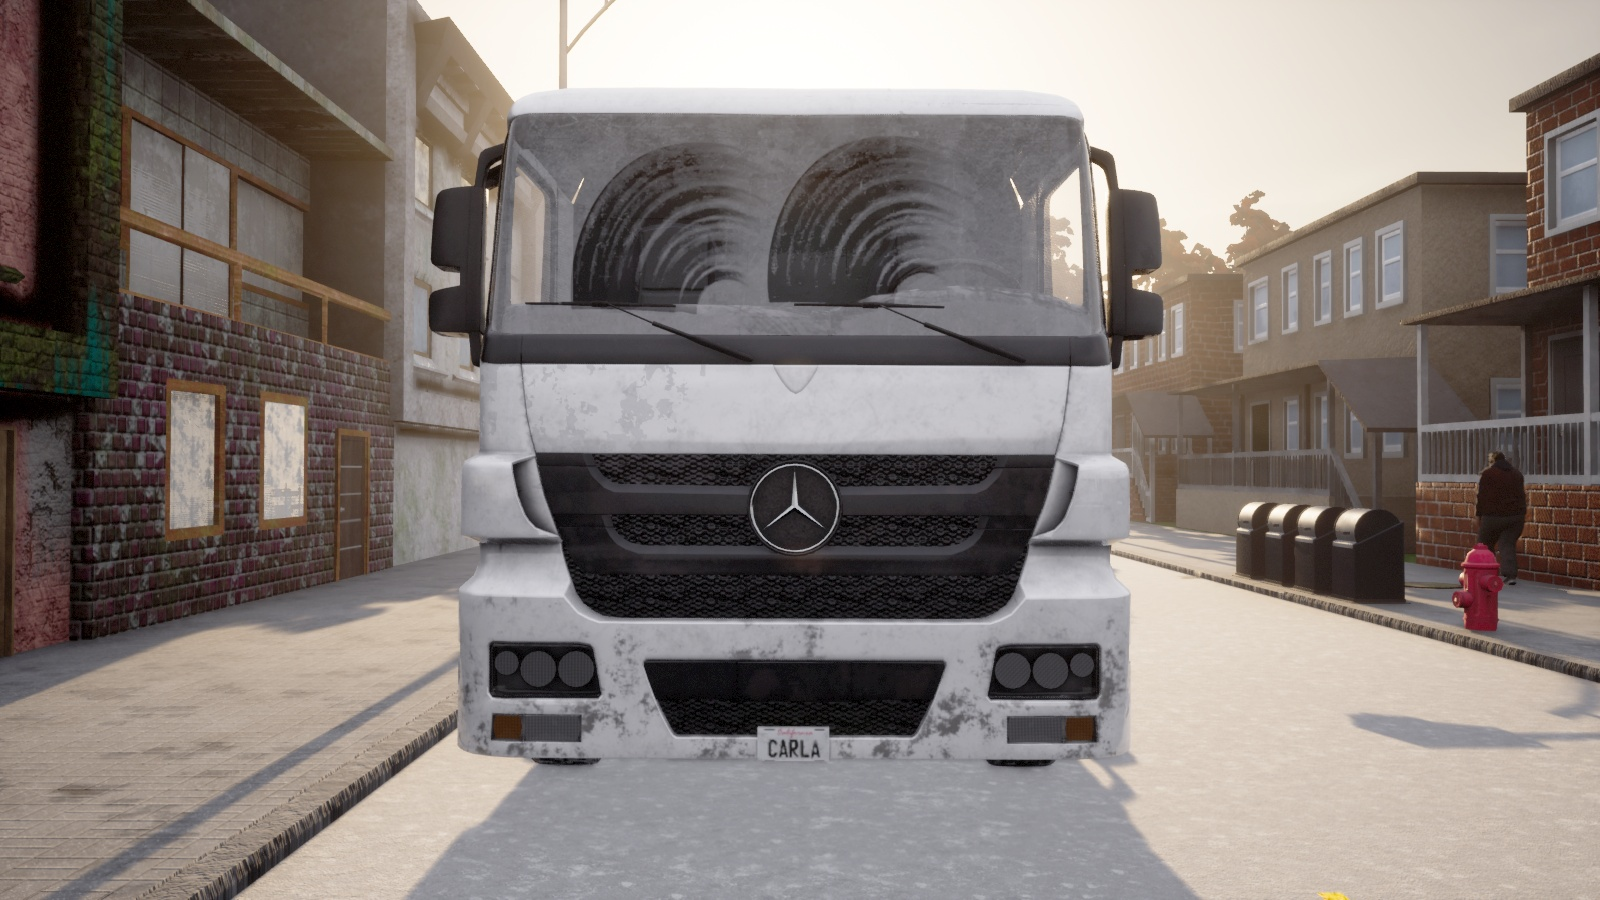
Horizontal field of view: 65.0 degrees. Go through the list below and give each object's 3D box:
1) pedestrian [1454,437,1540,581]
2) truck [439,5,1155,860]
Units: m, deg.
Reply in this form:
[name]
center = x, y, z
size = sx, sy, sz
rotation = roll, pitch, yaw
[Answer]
[pedestrian]
center = 9.175, 0.765, 16.560
size = 0.634, 1.844, 0.899
rotation = 0, -1, 2
[truck]
center = -0.025, -0.015, 9.072
size = 2.891, 3.462, 7.936
rotation = 0, -1, 0
